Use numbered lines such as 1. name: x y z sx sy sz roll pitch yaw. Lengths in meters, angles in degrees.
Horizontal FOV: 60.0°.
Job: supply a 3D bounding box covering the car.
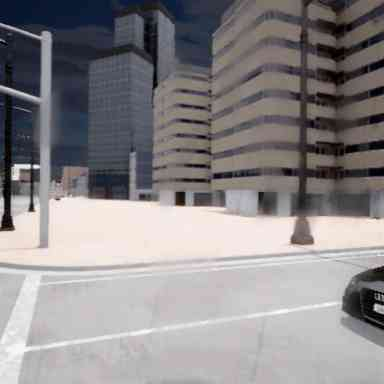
1. car: 4.728 1.618 5.765 4.181 1.385 1.994 1 0 -22
